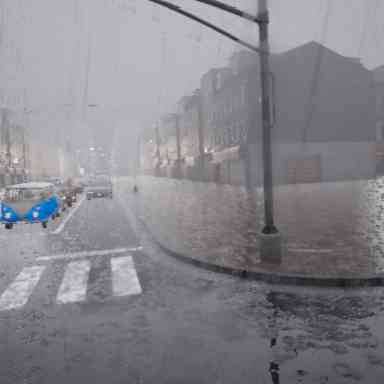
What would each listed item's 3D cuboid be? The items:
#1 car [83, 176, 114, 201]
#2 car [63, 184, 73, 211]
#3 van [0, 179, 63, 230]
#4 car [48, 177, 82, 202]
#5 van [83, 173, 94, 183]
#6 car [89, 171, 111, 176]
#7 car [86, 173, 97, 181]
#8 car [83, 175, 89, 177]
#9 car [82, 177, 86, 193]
[{"bbox_3d":[-7.225,-0.209,26.056,1.837,1.490,4.892,-3,5,-14],"label":"car"},{"bbox_3d":[-7.702,0.498,17.547,2.008,1.369,4.403,-1,4,-14],"label":"car"},{"bbox_3d":[-6.867,0.504,14.326,1.690,1.788,3.998,-1,4,-14],"label":"van"},{"bbox_3d":[-8.960,-0.059,22.344,2.192,1.841,5.009,-1,4,-14],"label":"car"},{"bbox_3d":[-19.625,-2.645,63.220,1.690,1.788,3.998,-2,4,-14],"label":"van"},{"bbox_3d":[-11.440,-1.711,42.116,2.150,2.045,5.566,-3,4,-14],"label":"car"},{"bbox_3d":[-23.623,-3.592,78.550,2.192,1.841,5.009,-2,4,-14],"label":"car"},{"bbox_3d":[-14.291,-1.128,42.797,1.802,1.307,4.206,-2,4,-14],"label":"car"},{"bbox_3d":[-11.625,-0.505,32.576,1.887,1.381,4.507,-1,4,-14],"label":"car"}]
